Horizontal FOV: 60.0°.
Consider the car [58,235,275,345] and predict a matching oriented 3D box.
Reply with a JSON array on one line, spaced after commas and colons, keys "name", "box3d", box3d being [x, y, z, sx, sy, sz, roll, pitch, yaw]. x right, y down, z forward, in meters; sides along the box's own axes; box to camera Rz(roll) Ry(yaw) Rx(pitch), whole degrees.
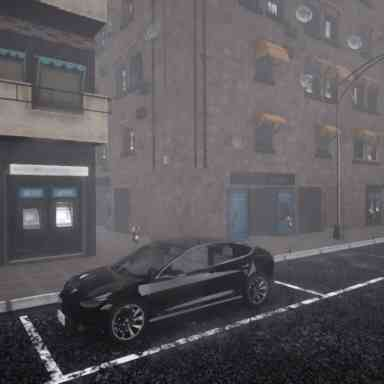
[{"name": "car", "box3d": [-0.243, 1.565, 6.402, 4.313, 1.339, 1.947, 0, 0, -36]}]
